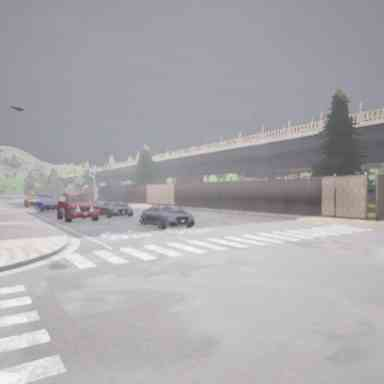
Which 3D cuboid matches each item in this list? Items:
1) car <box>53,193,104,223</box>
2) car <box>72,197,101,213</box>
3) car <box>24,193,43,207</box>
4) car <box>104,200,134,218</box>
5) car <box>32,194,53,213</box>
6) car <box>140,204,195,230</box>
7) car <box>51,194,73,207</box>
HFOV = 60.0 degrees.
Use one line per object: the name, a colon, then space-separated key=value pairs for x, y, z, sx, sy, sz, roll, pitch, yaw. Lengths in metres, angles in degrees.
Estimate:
car: x=-8.484 y=1.094 z=24.529 sx=2.150 sy=2.045 sz=5.566 roll=-1 pitch=0 yaw=-31
car: x=-11.423 y=1.338 z=35.835 sx=1.837 sy=1.490 sz=4.892 roll=-1 pitch=1 yaw=-32
car: x=-22.641 y=1.326 z=47.278 sx=1.882 sy=1.535 sz=5.008 roll=-1 pitch=0 yaw=-32
car: x=-6.424 y=1.406 z=27.818 sx=1.994 sy=1.385 sz=4.181 roll=-1 pitch=0 yaw=-32
car: x=-15.636 y=1.338 z=35.979 sx=1.882 sy=1.535 sz=5.008 roll=-1 pitch=0 yaw=-32
car: x=-1.560 y=1.415 z=20.030 sx=1.994 sy=1.385 sz=4.181 roll=-1 pitch=0 yaw=-32
car: x=-18.621 y=1.172 z=47.421 sx=2.097 sy=1.767 sz=4.553 roll=-1 pitch=0 yaw=-32
